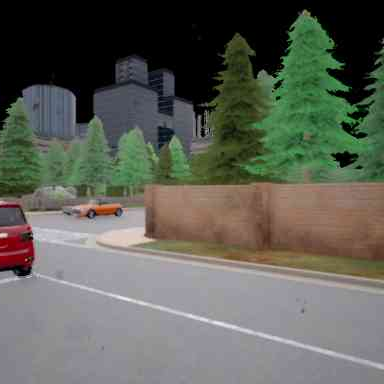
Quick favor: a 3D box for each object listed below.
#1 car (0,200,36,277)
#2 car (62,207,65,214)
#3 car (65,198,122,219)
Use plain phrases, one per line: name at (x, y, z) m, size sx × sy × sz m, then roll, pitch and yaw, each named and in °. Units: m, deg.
car at (-6.231, 1.237, 9.417) m, size 2.150 × 2.045 × 5.566 m, roll 0°, pitch 0°, yaw -42°
car at (-10.394, 1.639, 32.944) m, size 1.895 × 1.301 × 4.718 m, roll 0°, pitch 0°, yaw 35°
car at (-8.434, 1.385, 29.654) m, size 2.097 × 1.767 × 4.553 m, roll 0°, pitch 0°, yaw 35°
